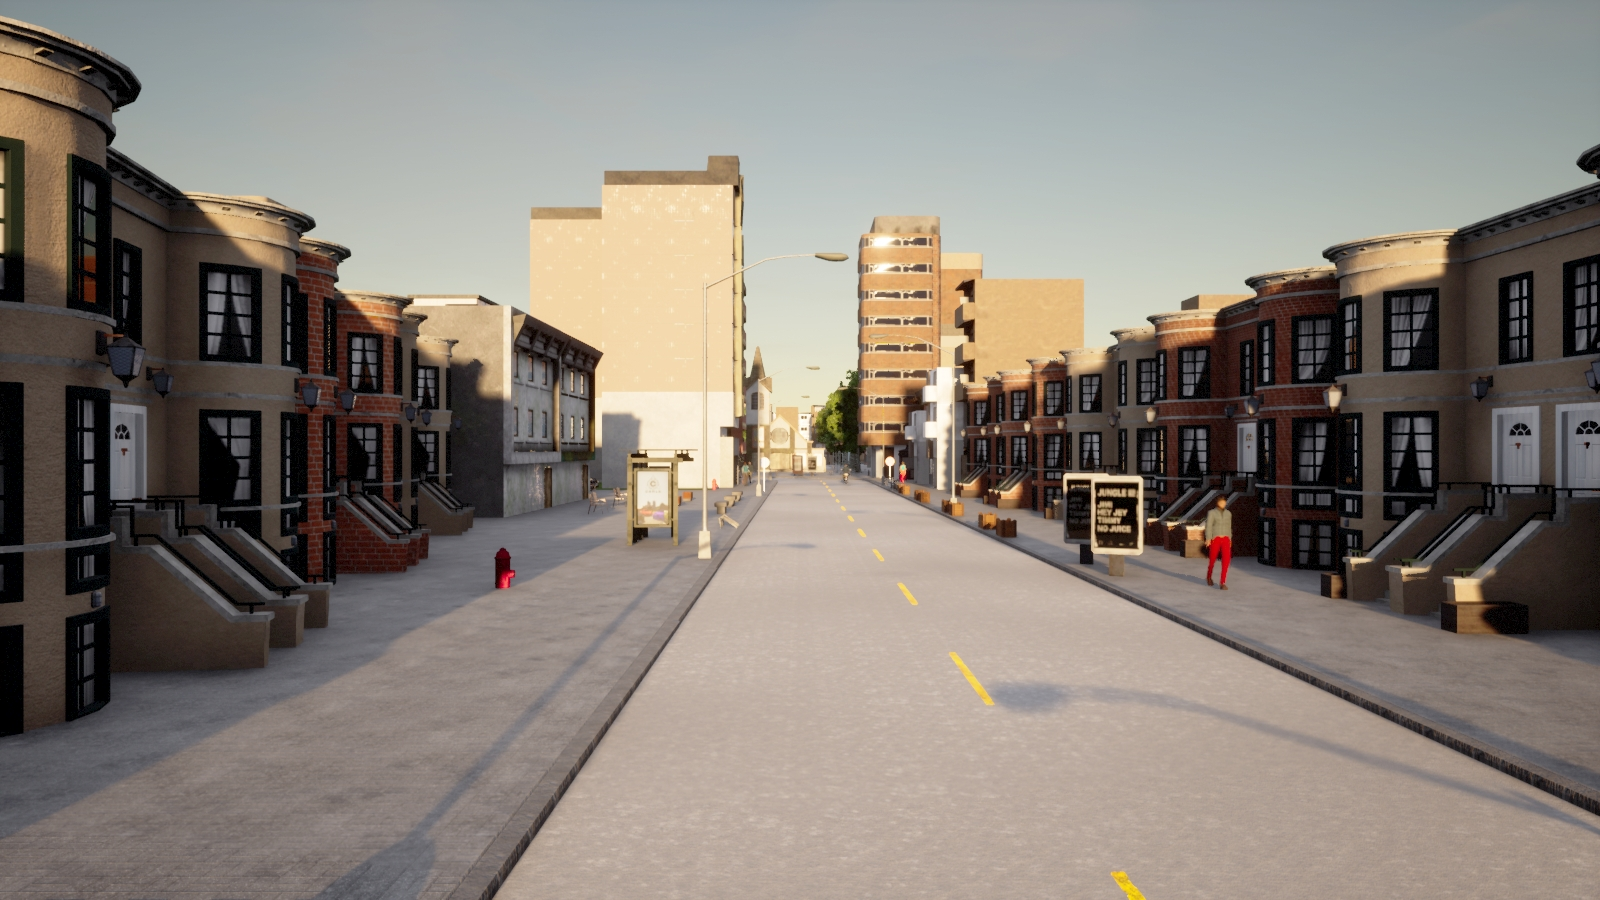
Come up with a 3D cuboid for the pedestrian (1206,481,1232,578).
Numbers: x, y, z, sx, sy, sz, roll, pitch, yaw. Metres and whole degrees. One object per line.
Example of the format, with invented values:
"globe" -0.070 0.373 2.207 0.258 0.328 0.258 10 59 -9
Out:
"pedestrian" 8.132 1.535 22.188 0.375 1.860 0.375 0 0 1
